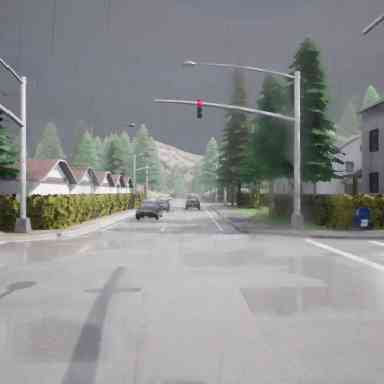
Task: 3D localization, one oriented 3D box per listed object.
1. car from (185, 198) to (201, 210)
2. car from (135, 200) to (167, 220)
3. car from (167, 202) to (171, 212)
[{"bbox_3d":[0.112,1.519,43.284,1.837,1.490,4.892,0,0,0],"label":"car"},{"bbox_3d":[-3.591,1.557,28.633,2.033,1.411,5.357,0,0,0],"label":"car"},{"bbox_3d":[-3.567,1.577,38.551,1.994,1.385,4.181,0,0,1],"label":"car"}]
